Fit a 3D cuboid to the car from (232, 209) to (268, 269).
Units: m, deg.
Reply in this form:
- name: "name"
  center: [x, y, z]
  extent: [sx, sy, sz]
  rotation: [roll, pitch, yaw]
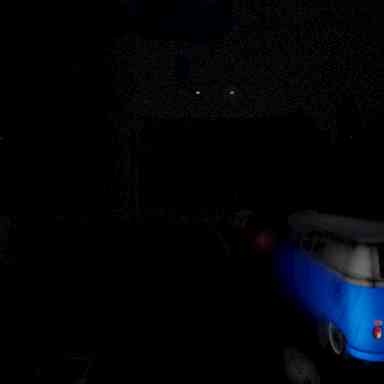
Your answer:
- name: "car"
  center: [2.646, 1.435, 11.068]
  extent: [1.967, 1.590, 4.097]
  rotation: [0, 0, 0]

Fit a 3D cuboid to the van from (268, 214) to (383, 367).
- name: "van"
  center: [2.645, 1.338, 5.630]
  extent: [1.690, 1.788, 3.998]
  rotation: [0, 0, 0]

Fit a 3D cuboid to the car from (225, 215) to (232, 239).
- name: "car"
  center: [2.647, 1.519, 16.675]
  extent: [1.752, 1.417, 4.829]
  rotation: [0, 0, 0]

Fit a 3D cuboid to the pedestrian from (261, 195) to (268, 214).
- name: "pedestrian"
  center: [6.017, 1.127, 27.599]
  extent: [0.375, 1.860, 0.375]
  rotation: [0, 0, 0]

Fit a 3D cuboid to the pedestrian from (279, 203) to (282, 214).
- name: "pedestrian"
  center: [7.017, 1.137, 26.398]
  extent: [0.375, 1.860, 0.375]
  rotation: [0, 0, 0]

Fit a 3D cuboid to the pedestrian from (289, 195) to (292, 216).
- name: "pedestrian"
  center: [8.017, 1.142, 26.998]
  extent: [0.375, 1.860, 0.375]
  rotation: [0, 0, 0]
